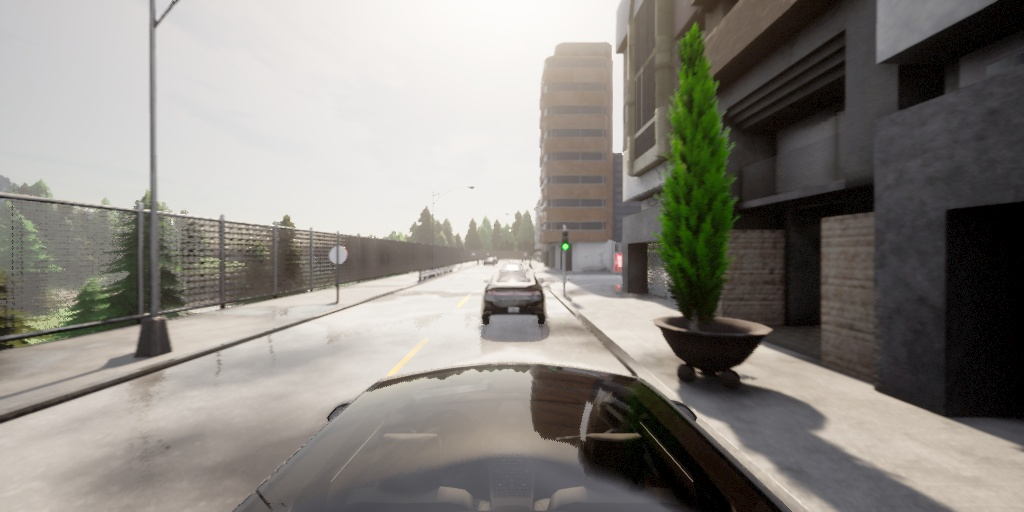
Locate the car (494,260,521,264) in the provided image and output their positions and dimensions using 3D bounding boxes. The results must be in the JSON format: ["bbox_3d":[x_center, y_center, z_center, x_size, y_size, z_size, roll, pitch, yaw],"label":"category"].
[{"bbox_3d":[0.051,1.180,24.821,2.033,1.411,5.357,0,0,1],"label":"car"}]

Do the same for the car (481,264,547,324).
[{"bbox_3d":[0.059,1.189,11.733,2.128,1.511,4.902,0,0,0],"label":"car"}]

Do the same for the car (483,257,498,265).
[{"bbox_3d":[-3.994,1.000,63.416,1.994,1.385,4.181,0,0,1],"label":"car"}]
